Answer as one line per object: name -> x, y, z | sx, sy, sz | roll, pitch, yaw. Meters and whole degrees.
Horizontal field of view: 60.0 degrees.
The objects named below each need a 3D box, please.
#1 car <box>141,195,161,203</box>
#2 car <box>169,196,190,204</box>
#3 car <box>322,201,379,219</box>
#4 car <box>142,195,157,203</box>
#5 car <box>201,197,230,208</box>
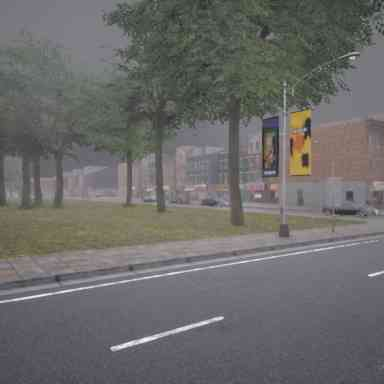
car -> -8.301, 1.331, 67.009 | 1.882, 1.535, 5.008 | 1, 0, -36
car -> -2.296, 1.380, 58.695 | 2.128, 1.511, 4.902 | 1, 0, -35
car -> 14.393, 1.603, 30.472 | 2.128, 1.511, 4.902 | 1, 0, -37
car -> -7.146, 1.421, 60.663 | 1.812, 1.442, 4.674 | 1, 0, -36
car -> 3.245, 1.435, 45.964 | 2.128, 1.511, 4.902 | 1, 0, -35
